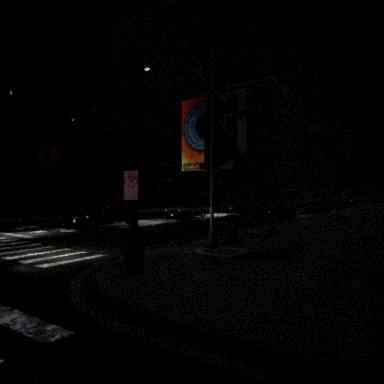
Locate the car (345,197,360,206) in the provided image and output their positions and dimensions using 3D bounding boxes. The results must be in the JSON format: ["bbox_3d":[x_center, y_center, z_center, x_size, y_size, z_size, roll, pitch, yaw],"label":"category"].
[{"bbox_3d":[28.686,1.639,59.469,2.128,1.511,4.902,0,0,35],"label":"car"}]

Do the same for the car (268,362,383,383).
[{"bbox_3d":[2.209,1.551,1.270,4.403,1.369,2.008,0,0,36],"label":"car"}]

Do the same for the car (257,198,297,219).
[{"bbox_3d":[7.936,1.533,30.114,1.882,1.535,5.008,0,0,35],"label":"car"}]

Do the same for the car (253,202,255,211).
[{"bbox_3d":[9.065,1.417,37.341,2.097,1.767,4.553,0,0,35],"label":"car"}]

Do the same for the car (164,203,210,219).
[{"bbox_3d":[-0.408,1.638,29.932,1.895,1.301,4.718,0,0,36],"label":"car"}]

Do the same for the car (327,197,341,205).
[{"bbox_3d":[26.388,1.674,61.851,1.812,1.442,4.674,0,-1,35],"label":"car"}]

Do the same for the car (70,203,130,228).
[{"bbox_3d":[-5.767,1.513,22.325,2.128,1.511,4.902,0,0,36],"label":"car"}]

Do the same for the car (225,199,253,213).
[{"bbox_3d":[5.620,1.550,38.424,2.128,1.511,4.902,0,0,35],"label":"car"}]
